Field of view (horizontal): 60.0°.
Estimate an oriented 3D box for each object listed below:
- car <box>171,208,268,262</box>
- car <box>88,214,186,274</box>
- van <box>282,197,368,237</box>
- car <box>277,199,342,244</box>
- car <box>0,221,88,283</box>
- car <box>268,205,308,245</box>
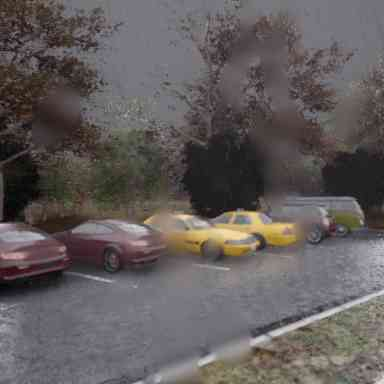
[{"bbox_3d":[-0.229,1.486,12.206,5.366,1.575,1.946,-1,-1,34],"label":"car"},{"bbox_3d":[-2.769,1.535,10.546,4.674,1.452,2.002,-1,-1,34],"label":"car"},{"bbox_3d":[6.805,1.255,17.593,4.442,1.987,1.878,-1,-1,33],"label":"van"},{"bbox_3d":[4.381,1.359,15.836,4.553,1.767,2.185,-1,0,33],"label":"car"},{"bbox_3d":[-5.163,1.538,8.804,4.674,1.452,2.002,-1,-1,34],"label":"car"},{"bbox_3d":[1.835,1.488,14.174,5.366,1.575,1.946,-1,0,33],"label":"car"}]
